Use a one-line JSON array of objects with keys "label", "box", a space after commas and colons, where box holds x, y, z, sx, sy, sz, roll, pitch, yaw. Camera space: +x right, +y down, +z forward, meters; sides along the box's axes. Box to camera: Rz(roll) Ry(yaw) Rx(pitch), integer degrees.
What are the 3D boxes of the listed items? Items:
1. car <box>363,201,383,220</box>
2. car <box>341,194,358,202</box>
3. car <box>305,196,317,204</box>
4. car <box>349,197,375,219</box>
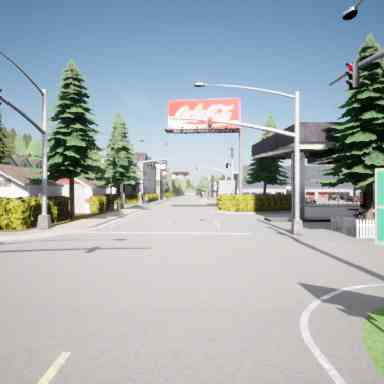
[{"label": "car", "box": [18.679, 1.672, 30.670, 4.611, 1.667, 2.242, 0, 0, 0]}, {"label": "car", "box": [34.870, 1.489, 71.866, 2.007, 1.523, 4.514, 0, 0, 0]}, {"label": "car", "box": [22.470, 1.552, 64.069, 1.970, 1.475, 3.806, 0, 0, 0]}, {"label": "car", "box": [14.356, 1.504, 24.998, 3.866, 1.878, 1.905, 0, 0, 0]}]
